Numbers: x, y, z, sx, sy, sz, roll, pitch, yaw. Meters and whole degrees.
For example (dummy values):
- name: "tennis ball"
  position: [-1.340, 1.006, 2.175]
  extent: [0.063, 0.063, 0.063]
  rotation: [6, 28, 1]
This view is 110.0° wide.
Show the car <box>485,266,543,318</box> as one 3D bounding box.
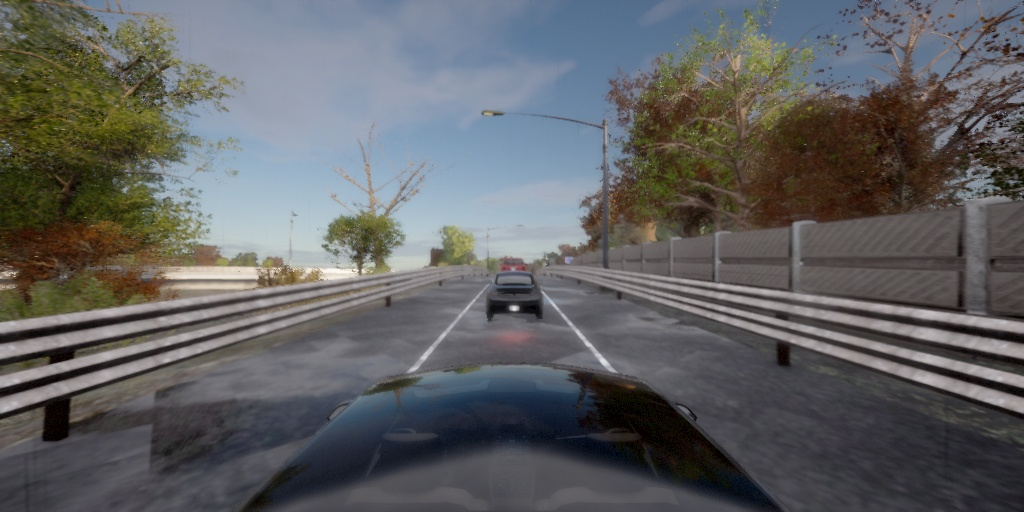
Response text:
- name: "car"
  position: [0.085, 1.298, 13.123]
  extent: [1.837, 1.490, 4.892]
  rotation: [0, 0, 0]

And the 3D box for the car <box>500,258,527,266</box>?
- name: "car"
  position: [0.143, 1.202, 30.942]
  extent: [2.150, 2.045, 5.566]
  rotation: [0, -1, 0]
